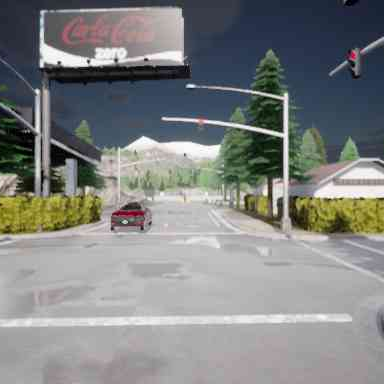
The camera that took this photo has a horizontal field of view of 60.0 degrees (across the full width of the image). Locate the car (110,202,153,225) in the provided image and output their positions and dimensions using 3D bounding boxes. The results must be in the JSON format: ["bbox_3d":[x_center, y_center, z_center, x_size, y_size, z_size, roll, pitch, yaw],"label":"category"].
[{"bbox_3d":[-3.498,1.310,19.912,1.882,1.535,5.008,0,0,0],"label":"car"}]
